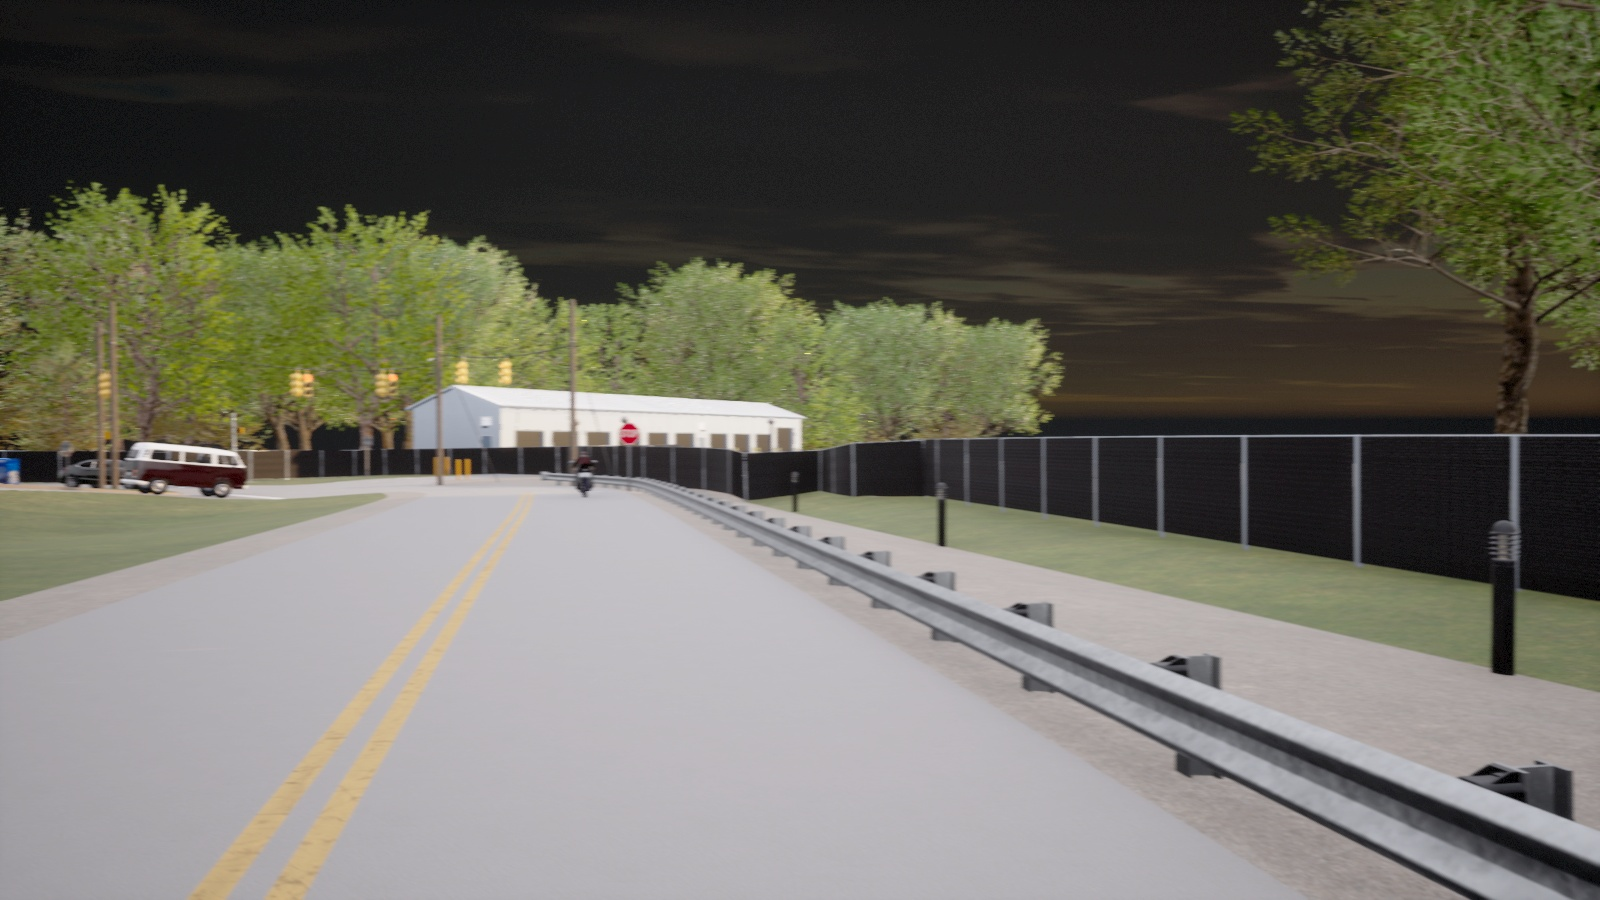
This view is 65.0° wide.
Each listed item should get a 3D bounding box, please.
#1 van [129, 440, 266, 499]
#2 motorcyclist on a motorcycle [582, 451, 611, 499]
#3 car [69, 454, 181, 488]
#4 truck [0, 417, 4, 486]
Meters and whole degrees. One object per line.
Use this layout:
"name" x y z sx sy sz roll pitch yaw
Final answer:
"van" -24.548 0.817 51.278 4.480 2.038 2.069 6 -4 -44
"motorcyclist on a motorcycle" -6.702 0.818 41.337 0.866 1.530 2.191 0 0 -11
"car" -36.615 1.128 68.183 5.027 1.651 2.152 1 2 7
"truck" -48.533 0.087 68.201 8.468 3.827 2.891 0 1 -9
